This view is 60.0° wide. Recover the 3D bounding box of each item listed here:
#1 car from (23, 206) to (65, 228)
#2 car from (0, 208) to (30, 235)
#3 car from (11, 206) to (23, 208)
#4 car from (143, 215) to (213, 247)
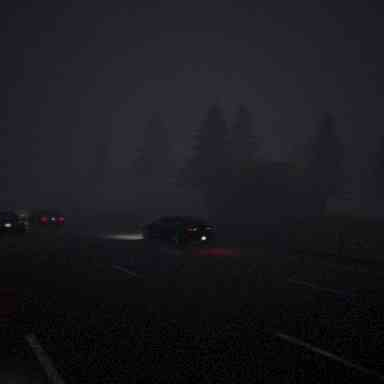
[{"bbox_3d":[-11.715,2.075,26.559,2.033,1.411,5.357,2,-2,-36],"label":"car"},{"bbox_3d":[-11.852,1.912,20.893,1.994,1.385,4.181,2,-2,-37],"label":"car"},{"bbox_3d":[-18.767,2.211,36.024,1.812,1.442,4.674,2,-2,-37],"label":"car"},{"bbox_3d":[-0.887,1.983,17.893,1.837,1.490,4.892,2,-2,-37],"label":"car"}]
